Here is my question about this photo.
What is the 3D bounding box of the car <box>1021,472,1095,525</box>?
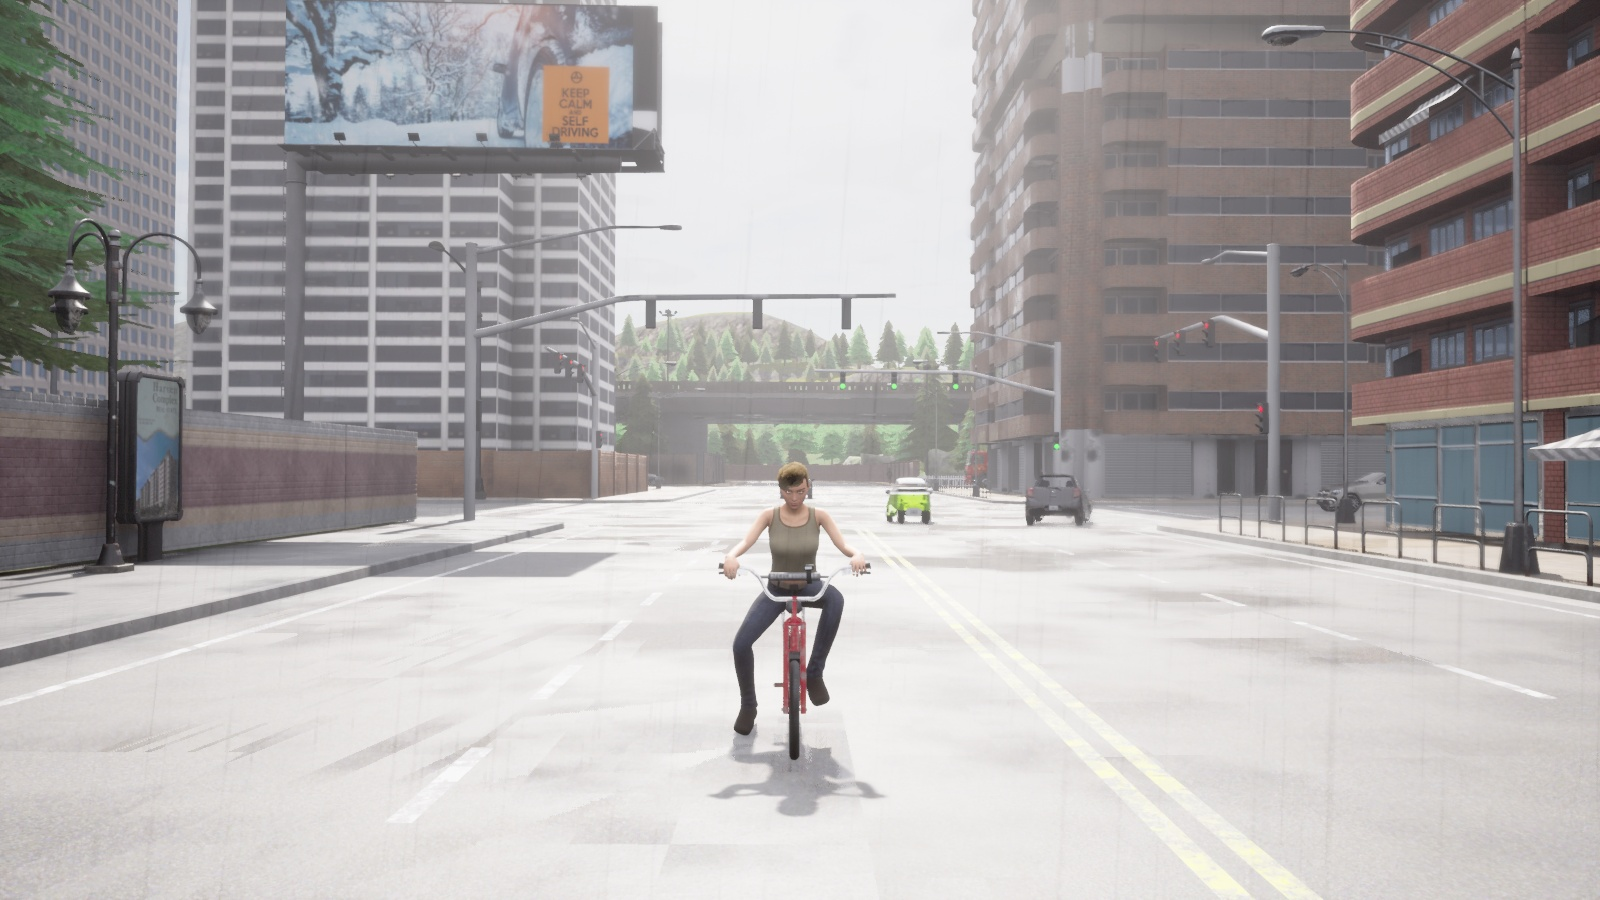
[{"bbox_3d":[7.865,1.434,38.020,1.845,1.501,3.633,-1,-1,17],"label":"car"}]

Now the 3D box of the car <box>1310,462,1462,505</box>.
[{"bbox_3d":[23.241,1.337,49.939,5.027,1.651,2.152,0,-1,0],"label":"car"}]

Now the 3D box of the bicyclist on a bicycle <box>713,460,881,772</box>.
[{"bbox_3d":[-0.027,0.873,7.275,0.866,1.612,1.509,0,-1,-1],"label":"bicyclist on a bicycle"}]

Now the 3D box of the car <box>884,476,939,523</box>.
[{"bbox_3d":[3.397,1.502,38.557,1.481,1.376,2.207,0,-1,0],"label":"car"}]
